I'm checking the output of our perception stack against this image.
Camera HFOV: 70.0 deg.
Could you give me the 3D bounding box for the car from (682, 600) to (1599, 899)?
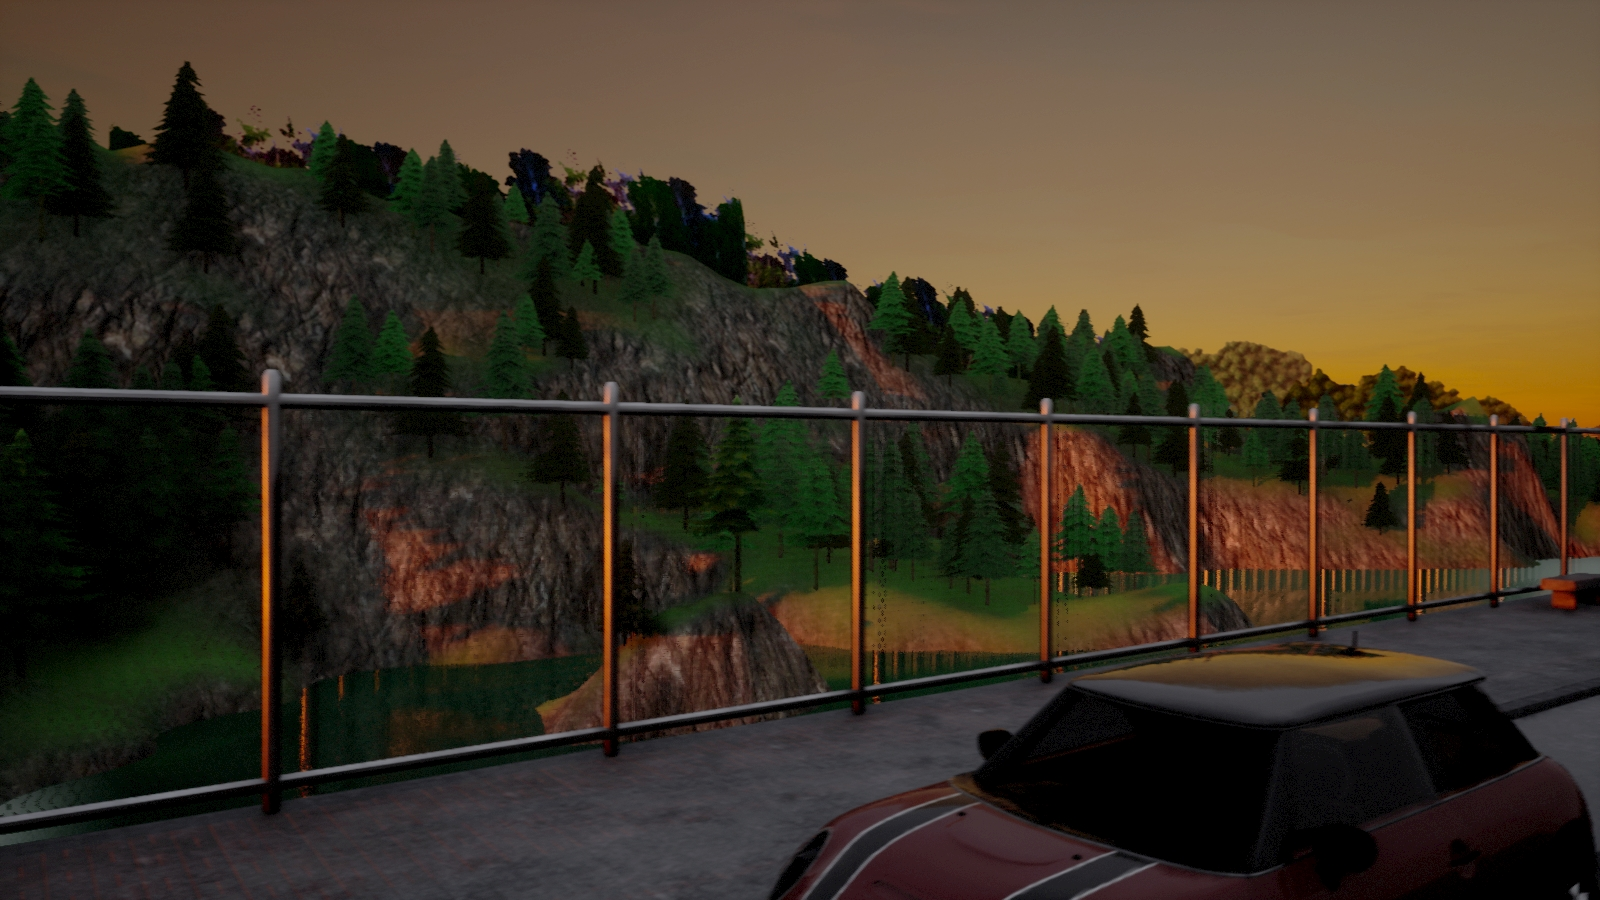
[{"bbox_3d":[1.932,1.905,5.619,4.553,1.767,2.097,0,0,-35],"label":"car"}]
